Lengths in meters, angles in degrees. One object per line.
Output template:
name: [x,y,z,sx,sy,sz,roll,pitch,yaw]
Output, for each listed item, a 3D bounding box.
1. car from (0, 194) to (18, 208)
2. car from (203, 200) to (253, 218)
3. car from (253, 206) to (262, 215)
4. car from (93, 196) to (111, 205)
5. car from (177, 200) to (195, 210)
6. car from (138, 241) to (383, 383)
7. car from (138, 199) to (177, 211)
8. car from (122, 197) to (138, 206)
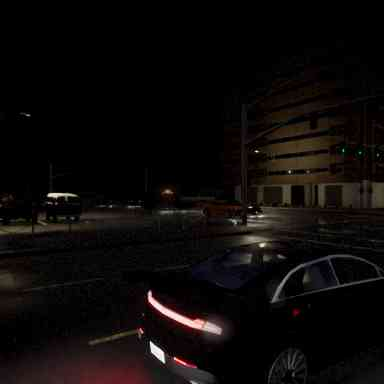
car: [-31.359,1.209,56.593,1.932,1.855,4.605,0,0,-34]
car: [2.985,1.533,30.986,1.882,1.535,5.008,0,0,-34]
car: [4.782,1.603,34.563,2.033,1.411,5.357,0,0,-34]
car: [-15.951,1.535,58.926,1.882,1.535,5.008,0,0,-34]
car: [-1.587,1.656,43.906,1.895,1.301,4.718,0,0,-34]
car: [1.638,1.492,4.908,4.902,1.511,2.128,0,0,-34]
car: [-4.430,1.602,41.861,2.033,1.411,5.357,0,0,-34]
car: [-10.531,1.562,57.113,1.837,1.490,4.892,0,0,-34]
